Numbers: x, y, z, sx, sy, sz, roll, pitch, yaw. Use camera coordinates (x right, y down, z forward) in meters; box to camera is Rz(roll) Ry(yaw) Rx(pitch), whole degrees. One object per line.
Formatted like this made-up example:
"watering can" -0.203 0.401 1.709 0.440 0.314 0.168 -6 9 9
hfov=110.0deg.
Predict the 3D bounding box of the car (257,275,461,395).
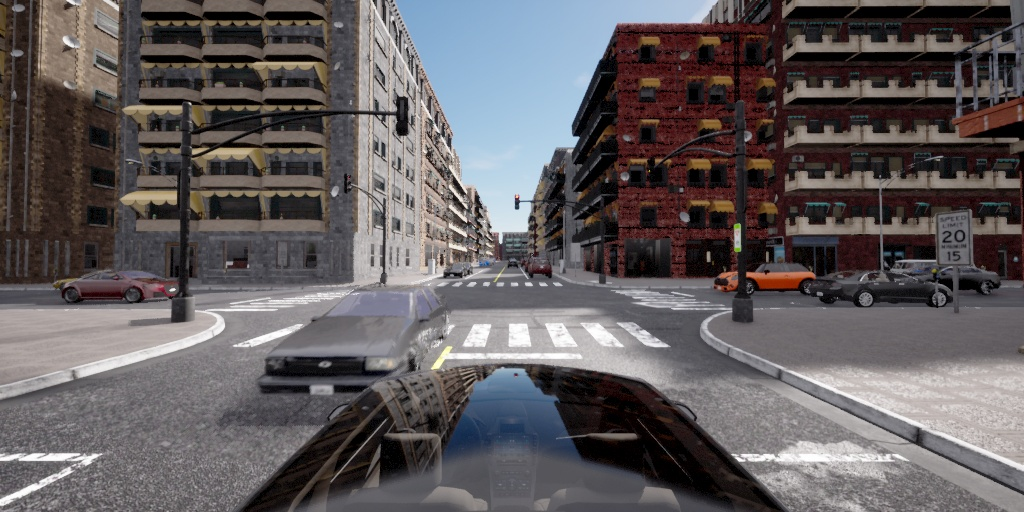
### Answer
"car" -2.442 1.295 7.183 2.033 1.411 5.357 0 0 -1

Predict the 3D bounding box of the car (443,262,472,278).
"car" -5.277 1.328 33.736 1.948 1.339 4.313 0 0 0

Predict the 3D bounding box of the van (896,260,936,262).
"van" 24.926 1.115 21.305 3.998 1.789 1.690 0 0 0

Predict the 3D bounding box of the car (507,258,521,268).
"car" 0.172 1.326 63.065 1.837 1.490 4.892 0 0 0

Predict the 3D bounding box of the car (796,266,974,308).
"car" 13.759 1.185 13.466 4.403 1.370 2.007 0 0 0

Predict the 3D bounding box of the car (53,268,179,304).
"car" -17.191 1.339 16.056 4.181 1.385 1.994 0 -1 0

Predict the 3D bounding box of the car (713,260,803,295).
"car" 13.224 1.102 18.929 4.553 1.767 2.097 0 -1 1

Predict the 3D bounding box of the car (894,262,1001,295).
"car" 22.419 1.220 18.865 4.902 1.511 2.128 0 -1 0

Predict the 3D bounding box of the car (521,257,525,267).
"car" 2.617 1.086 44.895 2.192 1.841 5.009 0 0 0

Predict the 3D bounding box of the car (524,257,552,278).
"car" 2.604 1.076 33.772 2.192 1.841 5.009 0 0 0
